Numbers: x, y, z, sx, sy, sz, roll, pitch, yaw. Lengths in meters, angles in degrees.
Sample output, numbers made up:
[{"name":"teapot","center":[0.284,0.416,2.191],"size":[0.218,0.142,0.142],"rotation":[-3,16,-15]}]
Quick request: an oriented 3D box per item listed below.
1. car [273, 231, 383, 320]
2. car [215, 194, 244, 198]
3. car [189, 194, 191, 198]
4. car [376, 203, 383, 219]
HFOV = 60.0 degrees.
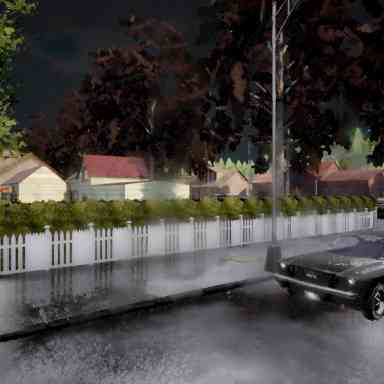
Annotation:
[{"name":"car","center":[4.028,1.601,7.419],"size":[4.718,1.301,1.895],"rotation":[0,0,-35]},{"name":"car","center":[4.855,1.224,40.458],"size":[2.150,2.045,5.566],"rotation":[0,0,-35]},{"name":"car","center":[-2.191,1.221,57.456],"size":[2.150,2.045,5.566],"rotation":[0,0,-35]},{"name":"car","center":[15.038,1.564,26.162],"size":[1.994,1.385,4.181],"rotation":[0,0,-35]}]
